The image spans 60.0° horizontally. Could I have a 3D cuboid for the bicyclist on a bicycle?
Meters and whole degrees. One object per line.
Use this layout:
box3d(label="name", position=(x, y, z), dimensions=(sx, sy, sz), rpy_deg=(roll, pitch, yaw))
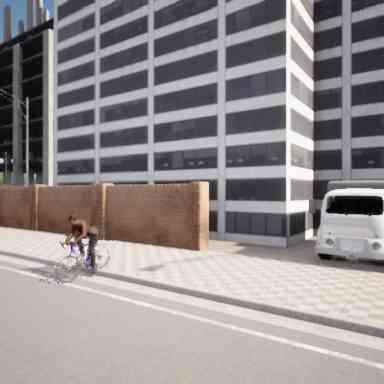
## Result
box3d(label="bicyclist on a bicycle", position=(-2.792, 1.357, 8.455), dimensions=(0.582, 1.620, 1.656), rpy_deg=(0, 9, 35))
